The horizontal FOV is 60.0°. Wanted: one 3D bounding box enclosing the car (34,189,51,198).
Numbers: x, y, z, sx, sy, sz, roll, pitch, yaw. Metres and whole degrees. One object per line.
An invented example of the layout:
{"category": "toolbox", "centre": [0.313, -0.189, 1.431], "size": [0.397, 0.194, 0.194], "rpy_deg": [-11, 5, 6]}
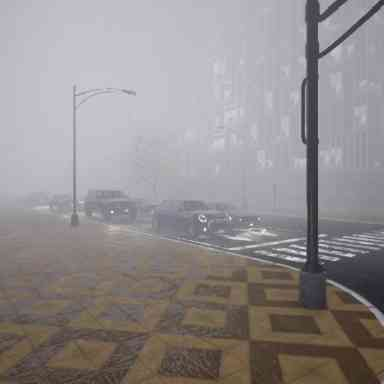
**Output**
{"category": "car", "centre": [-28.616, 0.236, 63.588], "size": [1.882, 1.535, 5.008], "rpy_deg": [0, 1, -38]}

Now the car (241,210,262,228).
{"category": "car", "centre": [1.586, 1.289, 19.691], "size": [2.033, 1.411, 5.357], "rpy_deg": [0, 1, -36]}

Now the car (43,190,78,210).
{"category": "car", "centre": [-12.367, 0.900, 32.082], "size": [2.128, 1.511, 4.902], "rpy_deg": [0, 1, -38]}

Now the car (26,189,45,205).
{"category": "car", "centre": [-18.740, 0.710, 40.255], "size": [2.128, 1.511, 4.902], "rpy_deg": [0, 1, -37]}

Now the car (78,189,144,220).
{"category": "car", "centre": [-5.979, 0.819, 23.968], "size": [2.150, 2.045, 5.566], "rpy_deg": [0, 1, -38]}

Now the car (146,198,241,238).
{"category": "car", "centre": [-0.074, 1.124, 16.496], "size": [2.097, 1.767, 4.553], "rpy_deg": [0, 1, -38]}

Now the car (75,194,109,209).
{"category": "car", "centre": [-10.603, 0.945, 35.101], "size": [1.994, 1.385, 4.181], "rpy_deg": [0, 1, -38]}

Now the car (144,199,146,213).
{"category": "car", "centre": [-4.394, 1.166, 27.207], "size": [1.895, 1.301, 4.718], "rpy_deg": [0, 1, -38]}
